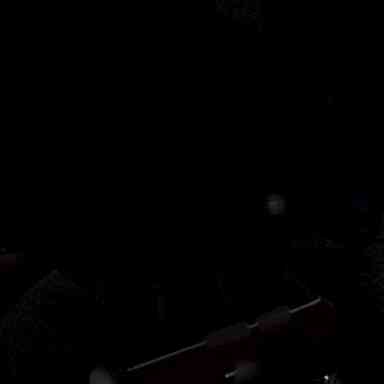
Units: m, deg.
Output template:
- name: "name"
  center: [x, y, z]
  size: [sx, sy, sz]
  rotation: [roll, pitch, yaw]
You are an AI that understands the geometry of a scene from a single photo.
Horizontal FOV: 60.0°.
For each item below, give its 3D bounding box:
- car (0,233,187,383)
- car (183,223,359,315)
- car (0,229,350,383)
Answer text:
- name: "car"
  center: [-2.470, 1.545, 4.772]
  size: [4.507, 1.381, 1.887]
  rotation: [0, 0, -36]
- name: "car"
  center: [2.024, 1.582, 7.986]
  size: [4.206, 1.307, 1.802]
  rotation: [0, 0, -36]
- name: "car"
  center: [-0.669, 1.352, 2.903]
  size: [4.553, 1.767, 2.097]
  rotation: [0, 0, -36]
